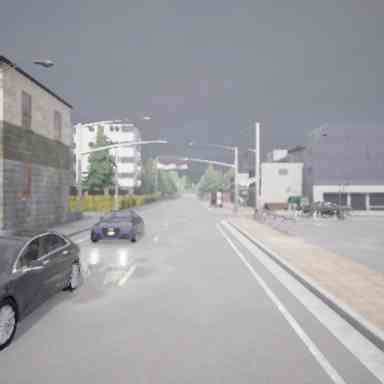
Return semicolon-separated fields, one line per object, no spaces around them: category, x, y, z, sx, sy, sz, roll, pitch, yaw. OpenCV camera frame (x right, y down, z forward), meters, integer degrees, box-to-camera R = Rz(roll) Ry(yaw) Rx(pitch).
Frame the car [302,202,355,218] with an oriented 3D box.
car;13.337;1.740;32.650;4.902;1.511;2.128;0;0;0

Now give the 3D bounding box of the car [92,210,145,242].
car;-3.505;1.600;16.362;1.994;1.385;4.181;0;0;0

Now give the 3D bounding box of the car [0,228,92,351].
car;-3.593;1.520;6.264;1.837;1.490;4.892;0;0;0
